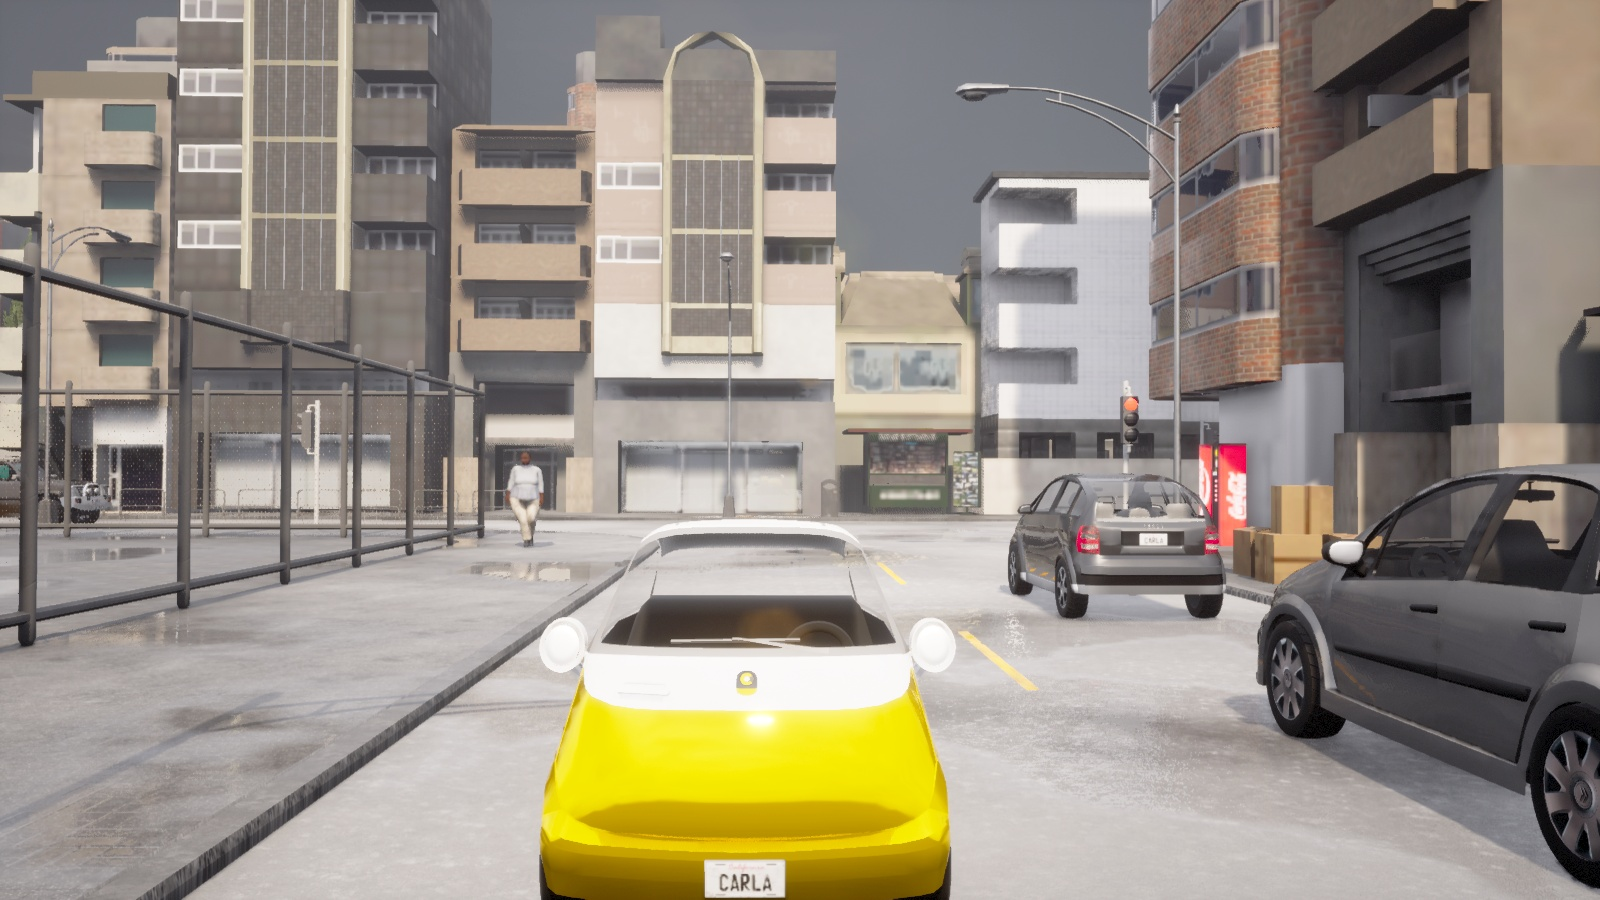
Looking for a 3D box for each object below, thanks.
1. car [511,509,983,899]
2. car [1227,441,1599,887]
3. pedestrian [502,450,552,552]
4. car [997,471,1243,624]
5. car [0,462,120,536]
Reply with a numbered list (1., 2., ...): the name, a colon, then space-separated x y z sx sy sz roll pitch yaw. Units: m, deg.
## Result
1. car: -0.190 0.955 5.061 1.481 1.376 2.207 0 -1 -1
2. car: 3.775 0.802 6.218 1.851 1.617 3.988 0 -1 -2
3. pedestrian: -5.067 0.936 23.380 0.874 1.855 0.900 0 -1 -10
4. car: 3.568 1.025 14.694 1.789 1.549 3.705 0 -1 -2
5. car: -20.481 1.259 32.573 4.605 1.855 1.932 0 -1 -1
